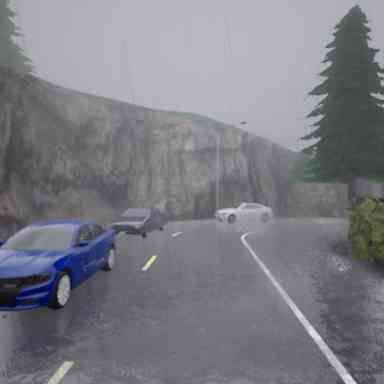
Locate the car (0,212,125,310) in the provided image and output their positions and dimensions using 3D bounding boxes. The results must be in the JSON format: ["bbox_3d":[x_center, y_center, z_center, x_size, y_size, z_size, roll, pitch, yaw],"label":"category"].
[{"bbox_3d":[-3.270,1.447,8.017,1.882,1.535,5.008,0,0,3],"label":"car"}]

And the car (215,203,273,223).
[{"bbox_3d":[4.011,1.547,25.498,4.674,1.442,1.812,0,0,-22],"label":"car"}]

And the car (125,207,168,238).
[{"bbox_3d":[-2.725,1.517,17.887,2.033,1.411,5.357,0,0,11],"label":"car"}]
